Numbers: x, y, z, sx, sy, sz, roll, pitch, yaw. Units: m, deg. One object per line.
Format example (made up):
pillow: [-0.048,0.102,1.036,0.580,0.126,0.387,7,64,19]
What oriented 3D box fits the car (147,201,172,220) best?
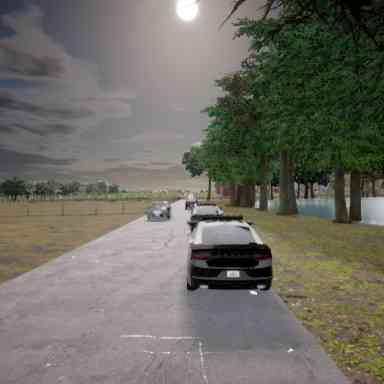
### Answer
car: [-2.758,1.556,28.910,2.128,1.511,4.902,0,0,0]

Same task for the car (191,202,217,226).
car: [0.817,1.557,25.105,1.837,1.490,4.892,0,0,0]

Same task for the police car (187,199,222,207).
police car: [0.819,1.459,19.215,1.930,1.638,5.238,0,0,0]

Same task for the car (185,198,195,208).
car: [0.011,1.638,47.644,1.882,1.535,5.008,0,0,1]

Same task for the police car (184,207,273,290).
police car: [0.822,1.435,9.214,1.930,1.638,5.238,0,0,0]
